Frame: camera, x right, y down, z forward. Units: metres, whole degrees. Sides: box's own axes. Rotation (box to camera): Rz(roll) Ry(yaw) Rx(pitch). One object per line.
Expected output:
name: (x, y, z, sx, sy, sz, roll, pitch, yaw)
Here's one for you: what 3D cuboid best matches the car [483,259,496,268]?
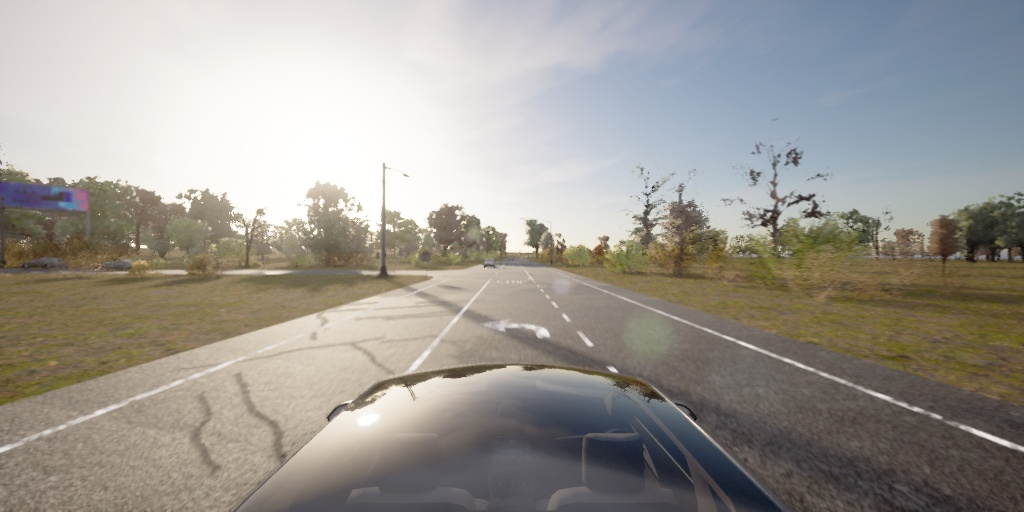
car: (-3.509, 1.202, 56.808, 1.837, 1.490, 4.892, 0, 0, 0)
